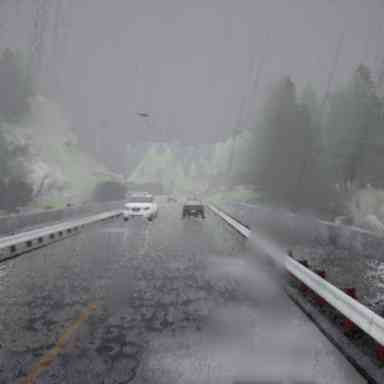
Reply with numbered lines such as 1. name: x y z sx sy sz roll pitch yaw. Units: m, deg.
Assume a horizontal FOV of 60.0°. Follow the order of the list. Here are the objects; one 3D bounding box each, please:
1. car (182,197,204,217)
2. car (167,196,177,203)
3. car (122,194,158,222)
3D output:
1. car: 0.111 1.489 31.070 1.882 1.535 5.008 0 0 0
2. car: -4.075 1.551 67.492 1.895 1.301 4.718 0 0 0
3. car: -4.058 1.215 26.812 2.150 2.045 5.566 0 0 0
